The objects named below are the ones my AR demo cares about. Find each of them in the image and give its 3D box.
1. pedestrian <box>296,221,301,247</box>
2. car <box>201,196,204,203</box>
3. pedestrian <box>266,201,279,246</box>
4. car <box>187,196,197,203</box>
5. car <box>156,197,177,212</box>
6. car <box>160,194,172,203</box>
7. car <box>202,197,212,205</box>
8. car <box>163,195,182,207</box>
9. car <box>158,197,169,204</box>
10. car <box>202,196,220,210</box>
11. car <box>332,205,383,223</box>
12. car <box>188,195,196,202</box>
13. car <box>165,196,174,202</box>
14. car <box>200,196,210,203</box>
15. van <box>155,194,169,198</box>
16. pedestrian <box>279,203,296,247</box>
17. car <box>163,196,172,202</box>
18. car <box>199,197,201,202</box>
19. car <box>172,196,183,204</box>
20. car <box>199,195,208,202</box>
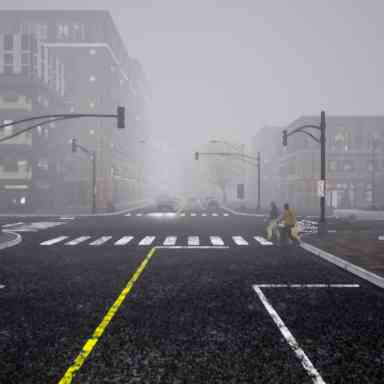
[{"bbox_3d":[4.324,1.529,13.946,0.375,1.300,0.375,0,0,0],"label":"pedestrian"},{"bbox_3d":[2.695,1.475,49.188,1.967,1.590,4.097,0,0,0],"label":"car"},{"bbox_3d":[3.561,1.293,14.545,0.375,1.860,0.375,0,0,0],"label":"pedestrian"},{"bbox_3d":[0.008,1.620,70.673,1.994,1.385,4.181,0,0,0],"label":"car"},{"bbox_3d":[-3.067,1.620,39.096,1.895,1.301,4.718,0,0,-1],"label":"car"},{"bbox_3d":[-5.685,1.392,71.977,2.192,1.841,5.009,0,0,0],"label":"car"},{"bbox_3d":[2.695,1.635,60.581,1.802,1.307,4.206,0,0,0],"label":"car"},{"bbox_3d":[-3.080,1.588,53.473,2.033,1.411,5.357,0,0,0],"label":"car"},{"bbox_3d":[-5.685,1.646,66.280,1.802,1.307,4.206,0,0,0],"label":"car"},{"bbox_3d":[2.694,1.577,43.490,2.008,1.369,4.403,0,0,0],"label":"car"},{"bbox_3d":[13.475,1.666,25.777,4.718,1.301,1.895,0,0,0],"label":"car"},{"bbox_3d":[0.009,1.550,80.680,2.033,1.411,5.357,0,0,0],"label":"car"},{"bbox_3d":[-5.683,1.656,83.370,2.008,1.369,4.403,0,0,0],"label":"car"},{"bbox_3d":[2.697,1.627,71.974,2.008,1.369,4.403,0,0,0],"label":"car"},{"bbox_3d":[-5.686,1.394,60.584,1.690,1.788,3.998,0,0,0],"label":"van"},{"bbox_3d":[3.818,1.293,13.345,0.375,1.860,0.375,0,0,0],"label":"pedestrian"},{"bbox_3d":[-5.684,1.656,77.674,1.947,1.339,4.313,0,0,0],"label":"car"},{"bbox_3d":[2.695,1.483,54.884,1.967,1.590,4.097,0,0,0],"label":"car"},{"bbox_3d":[-2.992,1.592,69.422,2.128,1.511,4.902,0,0,0],"label":"car"},{"bbox_3d":[2.697,1.531,77.672,1.967,1.590,4.097,0,0,0],"label":"car"}]
